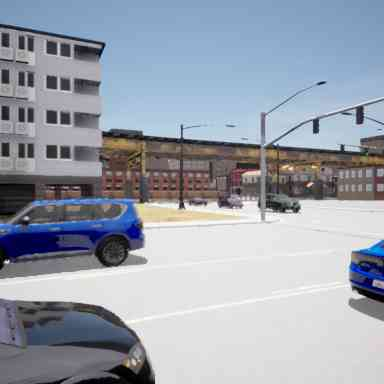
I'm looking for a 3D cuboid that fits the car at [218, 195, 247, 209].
[{"bbox_3d":[5.278,1.526,46.437,1.812,1.442,4.674,0,0,-25],"label":"car"}]

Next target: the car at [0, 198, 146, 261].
[{"bbox_3d":[-4.170,1.221,10.110,5.566,2.045,2.150,0,0,-28],"label":"car"}]

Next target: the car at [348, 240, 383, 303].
[{"bbox_3d":[5.560,1.478,6.910,5.008,1.535,1.882,0,0,-25],"label":"car"}]

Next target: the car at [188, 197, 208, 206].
[{"bbox_3d":[0.858,1.547,55.887,2.033,1.411,5.357,0,0,-20],"label":"car"}]

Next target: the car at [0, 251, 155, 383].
[{"bbox_3d":[-2.418,1.564,2.758,4.181,1.385,1.994,0,0,-32],"label":"car"}]

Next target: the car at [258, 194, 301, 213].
[{"bbox_3d":[9.651,1.222,37.283,2.150,2.045,5.566,0,0,-26],"label":"car"}]
